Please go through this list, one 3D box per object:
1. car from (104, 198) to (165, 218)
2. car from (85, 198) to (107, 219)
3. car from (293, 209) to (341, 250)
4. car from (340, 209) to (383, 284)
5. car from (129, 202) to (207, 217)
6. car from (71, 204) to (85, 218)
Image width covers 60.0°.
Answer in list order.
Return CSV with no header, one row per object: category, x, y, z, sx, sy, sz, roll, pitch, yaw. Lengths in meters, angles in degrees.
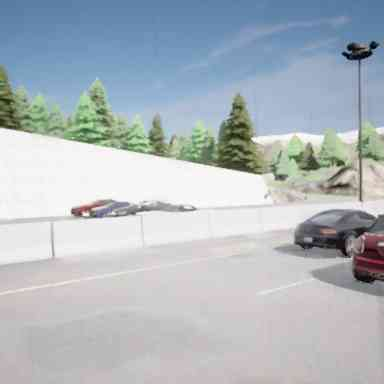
car,-3.165,1.306,23.098,4.902,1.511,2.128,-1,1,-35
car,-5.668,1.387,25.619,4.181,1.385,1.994,-1,1,-35
car,5.600,1.327,12.024,4.674,1.442,1.812,-1,1,-35
car,5.843,1.191,7.900,4.553,1.767,2.097,-1,1,-35
car,-1.094,1.413,20.276,4.718,1.301,1.895,-1,1,-35
car,-7.746,1.301,28.437,5.008,1.535,1.882,-1,0,-35
